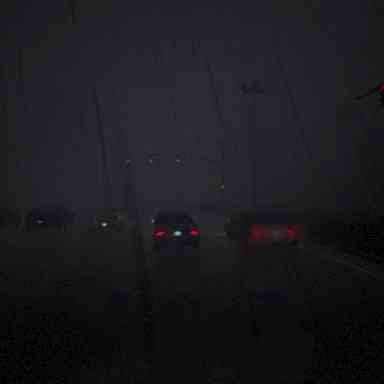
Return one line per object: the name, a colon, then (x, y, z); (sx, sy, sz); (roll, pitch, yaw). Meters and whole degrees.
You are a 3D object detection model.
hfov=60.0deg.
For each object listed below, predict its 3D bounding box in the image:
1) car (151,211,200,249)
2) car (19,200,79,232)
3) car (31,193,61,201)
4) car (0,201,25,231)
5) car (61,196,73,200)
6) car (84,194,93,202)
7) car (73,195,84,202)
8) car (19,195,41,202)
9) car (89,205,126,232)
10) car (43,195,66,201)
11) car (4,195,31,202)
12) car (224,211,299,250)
car: (-0.784, 1.546, 14.502); (2.033, 1.411, 5.357); (0, 0, -6)
car: (-8.629, 1.489, 20.554); (1.882, 1.535, 5.008); (0, 0, -8)
car: (-29.333, 1.263, 66.694); (5.566, 2.045, 2.150); (0, 0, 38)
car: (-12.144, 1.543, 20.435); (1.812, 1.442, 4.674); (0, 0, -8)
car: (-27.961, 1.631, 70.040); (4.718, 1.301, 1.895); (0, 0, 34)
car: (-24.958, 1.384, 76.497); (4.553, 1.767, 2.097); (0, 0, 34)
car: (-26.590, 1.585, 73.353); (4.181, 1.385, 1.994); (0, 0, 34)
car: (-36.593, 1.509, 75.106); (4.674, 1.442, 1.812); (0, 0, 24)
car: (-5.058, 1.531, 20.281); (1.812, 1.442, 4.674); (0, 0, -8)
car: (-33.619, 1.503, 81.443); (5.357, 1.411, 2.033); (0, 0, 24)
car: (-34.374, 1.402, 65.958); (4.553, 1.767, 2.097); (0, 0, 31)
car: (2.740, 1.540, 14.364); (2.033, 1.411, 5.357); (0, 0, -6)
